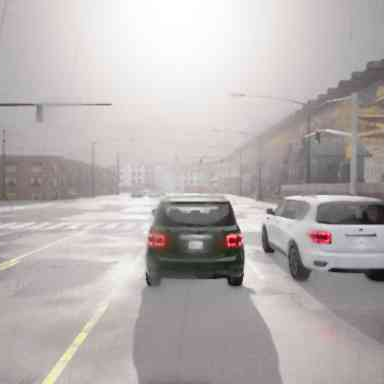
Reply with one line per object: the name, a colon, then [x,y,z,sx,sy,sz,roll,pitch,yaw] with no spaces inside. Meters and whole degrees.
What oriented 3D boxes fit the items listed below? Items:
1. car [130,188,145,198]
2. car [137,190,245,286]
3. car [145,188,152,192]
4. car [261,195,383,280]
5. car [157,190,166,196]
car: [-10.788,0.501,64.792,1.812,1.442,4.674,0,1,0]
car: [0.030,1.081,9.104,2.150,2.045,5.566,0,1,-1]
car: [-7.285,0.532,64.787,2.033,1.411,5.357,0,1,0]
car: [3.526,1.083,9.602,2.150,2.045,5.566,0,1,0]
car: [-7.328,0.275,79.946,1.812,1.442,4.674,0,1,0]
